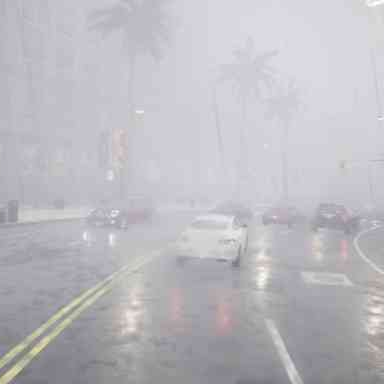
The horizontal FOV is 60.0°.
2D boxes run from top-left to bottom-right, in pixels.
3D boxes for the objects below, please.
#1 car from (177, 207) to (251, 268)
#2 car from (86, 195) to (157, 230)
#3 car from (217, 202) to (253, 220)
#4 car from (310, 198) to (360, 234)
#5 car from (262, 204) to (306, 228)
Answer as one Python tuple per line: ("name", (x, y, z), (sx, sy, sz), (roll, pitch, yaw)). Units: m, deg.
("car", (0.800, 1.442, 10.994), (1.812, 1.442, 4.674), (2, 0, 13))
("car", (-3.889, 1.062, 19.057), (2.097, 1.767, 4.553), (2, 1, 25))
("car", (2.814, 1.420, 24.144), (1.994, 1.385, 4.181), (2, 1, 35))
("car", (8.705, 1.416, 19.984), (2.097, 1.767, 4.553), (2, 1, 34))
("car", (6.300, 1.536, 22.479), (1.994, 1.385, 4.181), (2, 1, 34))
